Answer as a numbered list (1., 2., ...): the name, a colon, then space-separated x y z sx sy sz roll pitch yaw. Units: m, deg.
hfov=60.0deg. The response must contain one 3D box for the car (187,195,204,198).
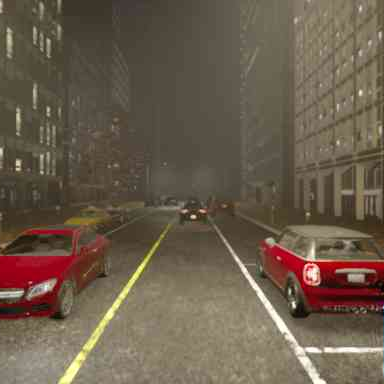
1. car: 0.103 1.296 41.438 2.097 1.767 4.553 0 0 0

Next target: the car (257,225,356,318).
1. car: 2.694 1.433 7.399 1.967 1.590 4.097 0 0 0

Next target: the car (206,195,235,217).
1. car: 2.696 1.278 30.168 2.192 1.841 5.009 0 0 0

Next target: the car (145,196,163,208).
1. car: -5.685 1.486 47.257 2.008 1.369 4.403 0 0 0

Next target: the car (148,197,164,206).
1. car: -5.685 1.490 52.950 1.947 1.339 4.313 0 0 0

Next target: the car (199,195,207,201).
1. car: 2.697 1.429 81.397 1.947 1.339 4.313 0 0 0

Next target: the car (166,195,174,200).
1. car: -5.683 1.394 87.103 1.887 1.381 4.507 0 0 0

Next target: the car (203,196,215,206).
1. car: 2.696 1.449 53.106 1.752 1.417 4.829 0 0 0

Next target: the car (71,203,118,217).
1. car: -5.687 1.504 18.624 1.752 1.417 4.829 0 0 0

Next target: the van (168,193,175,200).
1. van: -5.682 1.177 92.795 1.690 1.788 3.998 0 0 0

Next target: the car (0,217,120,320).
1. car: -3.100 1.518 7.429 1.812 1.442 4.674 0 0 0

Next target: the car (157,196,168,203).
1. car: -5.684 1.483 64.332 1.802 1.307 4.206 0 0 0

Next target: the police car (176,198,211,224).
1. police car: 0.101 1.478 24.713 2.038 1.542 4.974 0 0 0

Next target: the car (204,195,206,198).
1. car: 2.696 1.260 41.552 2.192 1.841 5.009 0 0 0

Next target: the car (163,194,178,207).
1. car: -3.082 1.458 48.948 1.812 1.442 4.674 0 0 0

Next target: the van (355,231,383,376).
1. van: 2.694 1.340 1.708 1.690 1.788 3.998 0 0 0

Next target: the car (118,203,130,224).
1. car: -5.687 1.522 24.488 2.008 1.369 4.403 0 0 0
